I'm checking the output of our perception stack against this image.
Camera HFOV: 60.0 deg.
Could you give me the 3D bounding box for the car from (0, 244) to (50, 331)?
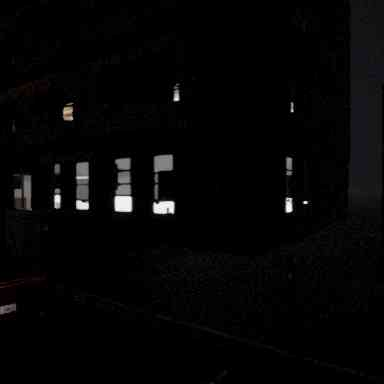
[{"bbox_3d":[-4.411,1.508,6.015,4.507,1.381,1.887,0,0,35],"label":"car"}]
